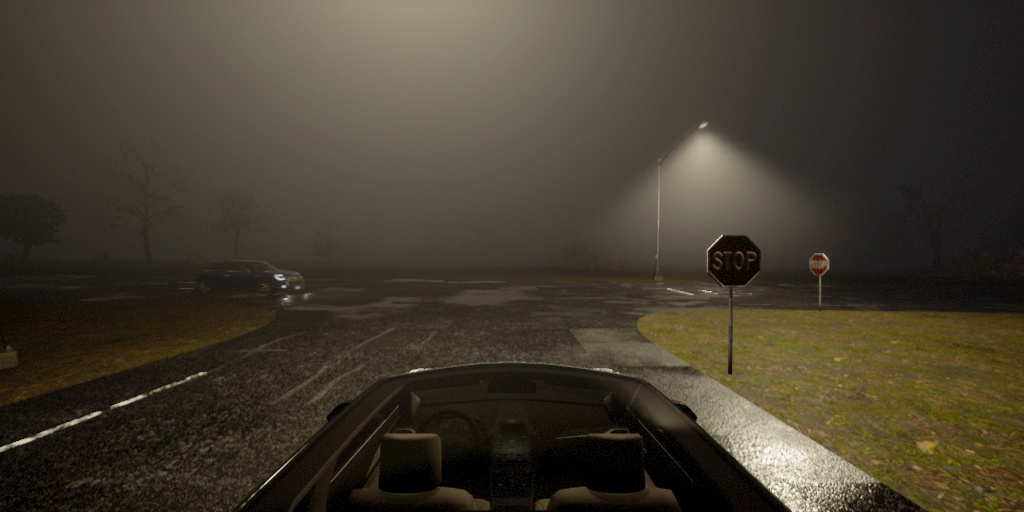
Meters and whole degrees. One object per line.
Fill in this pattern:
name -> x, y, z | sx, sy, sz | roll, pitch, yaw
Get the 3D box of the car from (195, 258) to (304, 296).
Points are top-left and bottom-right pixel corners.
car -> -13.145, 1.004, 18.221 | 4.553, 1.767, 2.097 | 1, 1, 0
